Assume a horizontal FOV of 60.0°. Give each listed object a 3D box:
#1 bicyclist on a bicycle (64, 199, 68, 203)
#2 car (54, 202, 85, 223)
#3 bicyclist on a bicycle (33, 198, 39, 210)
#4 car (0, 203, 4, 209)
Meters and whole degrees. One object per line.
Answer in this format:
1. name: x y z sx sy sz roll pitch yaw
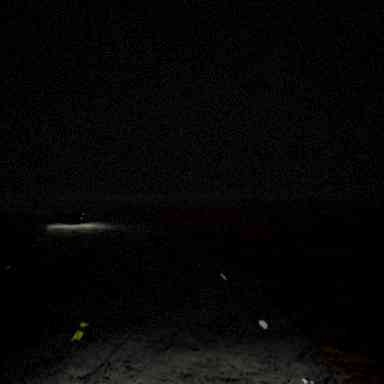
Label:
1. bicyclist on a bicycle: -16.298 1.794 43.027 0.582 1.620 1.656 2 -2 -42
2. car: -9.781 1.573 26.477 1.882 1.535 5.008 1 -1 -27
3. bicyclist on a bicycle: -23.260 1.815 49.667 1.843 1.776 0.659 -1 -2 40
4. car: -33.856 2.187 55.989 4.718 1.301 1.895 -1 -2 28
